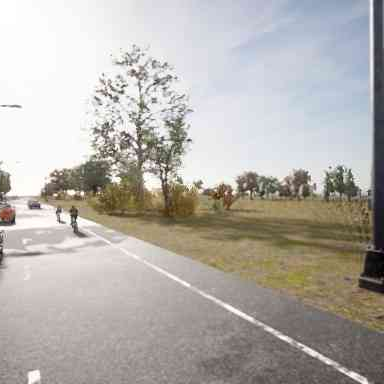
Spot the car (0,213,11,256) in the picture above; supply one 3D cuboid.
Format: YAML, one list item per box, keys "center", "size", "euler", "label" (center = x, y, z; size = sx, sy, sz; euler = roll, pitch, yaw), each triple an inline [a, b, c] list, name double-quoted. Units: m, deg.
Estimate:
- center: [-7.292, 1.664, 10.917]
  size: [2.033, 1.411, 5.357]
  euler: [0, 0, -27]
  label: "car"

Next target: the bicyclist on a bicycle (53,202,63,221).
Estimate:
- center: [-11.634, 1.699, 29.004]
  size: [0.866, 1.612, 1.509]
  euler: [0, 0, -27]
  label: "bicyclist on a bicycle"

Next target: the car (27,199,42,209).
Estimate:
- center: [-26.044, 2.074, 55.191]
  size: [2.033, 1.411, 5.357]
  euler: [0, 0, -27]
  label: "car"

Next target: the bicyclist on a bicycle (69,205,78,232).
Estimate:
- center: [-7.259, 1.631, 20.424]
  size: [0.582, 1.620, 1.656]
  euler: [0, -1, -27]
  label: "bicyclist on a bicycle"

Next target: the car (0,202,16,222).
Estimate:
- center: [-16.300, 1.641, 28.490]
  size: [2.097, 1.767, 4.553]
  euler: [0, 0, -27]
  label: "car"

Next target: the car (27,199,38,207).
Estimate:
- center: [-32.151, 2.143, 66.880]
  size: [1.837, 1.490, 4.892]
  euler: [0, 0, -27]
  label: "car"
